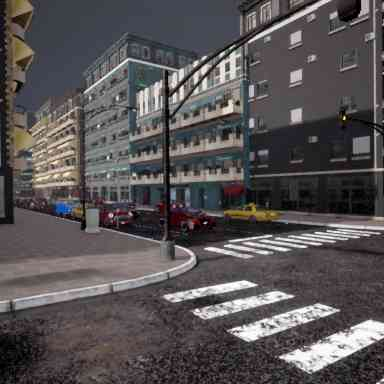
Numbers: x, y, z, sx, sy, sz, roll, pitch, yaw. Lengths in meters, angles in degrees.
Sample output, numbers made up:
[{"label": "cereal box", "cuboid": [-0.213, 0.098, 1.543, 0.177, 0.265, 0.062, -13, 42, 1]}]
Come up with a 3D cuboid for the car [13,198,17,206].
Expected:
[{"label": "car", "cuboid": [-31.513, 1.782, 60.003, 1.887, 1.381, 4.507, -1, 1, -36]}]

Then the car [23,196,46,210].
[{"label": "car", "cuboid": [-21.868, 1.628, 46.489, 1.967, 1.590, 4.097, -1, 1, -36]}]

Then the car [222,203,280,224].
[{"label": "car", "cuboid": [4.148, 1.498, 24.471, 1.752, 1.417, 4.829, -1, 1, -36]}]

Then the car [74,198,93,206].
[{"label": "car", "cuboid": [-18.262, 1.643, 55.862, 1.947, 1.339, 4.313, -1, 1, -36]}]

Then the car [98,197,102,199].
[{"label": "car", "cuboid": [-15.048, 1.502, 51.357, 1.967, 1.590, 4.097, -1, 1, -36]}]

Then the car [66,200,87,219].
[{"label": "car", "cuboid": [-8.906, 1.652, 28.334, 1.752, 1.417, 4.829, -1, 1, -36]}]

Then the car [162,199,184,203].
[{"label": "car", "cuboid": [-2.186, 1.441, 33.340, 1.967, 1.590, 4.097, -1, 1, -36]}]

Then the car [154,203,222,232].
[{"label": "car", "cuboid": [-0.391, 1.623, 20.865, 1.994, 1.385, 4.181, -1, 1, -36]}]

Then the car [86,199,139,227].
[{"label": "car", "cuboid": [-5.791, 1.553, 23.968, 1.967, 1.590, 4.097, -1, 1, -36]}]

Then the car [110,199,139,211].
[{"label": "car", "cuboid": [-8.615, 1.581, 42.349, 2.008, 1.369, 4.403, -1, 1, -36]}]

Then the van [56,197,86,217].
[{"label": "van", "cuboid": [-12.223, 1.483, 32.975, 1.690, 1.788, 3.998, -1, 1, -36]}]

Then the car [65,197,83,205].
[{"label": "car", "cuboid": [-21.477, 1.645, 60.366, 2.008, 1.369, 4.403, -1, 1, -36]}]

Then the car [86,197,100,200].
[{"label": "car", "cuboid": [-12.489, 1.617, 37.832, 1.837, 1.490, 4.892, -1, 1, -35]}]

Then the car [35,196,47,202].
[{"label": "car", "cuboid": [-37.555, 1.728, 82.888, 1.887, 1.381, 4.507, -1, 1, -36]}]

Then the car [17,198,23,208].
[{"label": "car", "cuboid": [-25.082, 1.769, 50.994, 1.947, 1.339, 4.313, -1, 1, -36]}]

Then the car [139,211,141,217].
[{"label": "car", "cuboid": [-6.468, 1.634, 29.375, 2.033, 1.411, 5.357, -1, 0, -35]}]
